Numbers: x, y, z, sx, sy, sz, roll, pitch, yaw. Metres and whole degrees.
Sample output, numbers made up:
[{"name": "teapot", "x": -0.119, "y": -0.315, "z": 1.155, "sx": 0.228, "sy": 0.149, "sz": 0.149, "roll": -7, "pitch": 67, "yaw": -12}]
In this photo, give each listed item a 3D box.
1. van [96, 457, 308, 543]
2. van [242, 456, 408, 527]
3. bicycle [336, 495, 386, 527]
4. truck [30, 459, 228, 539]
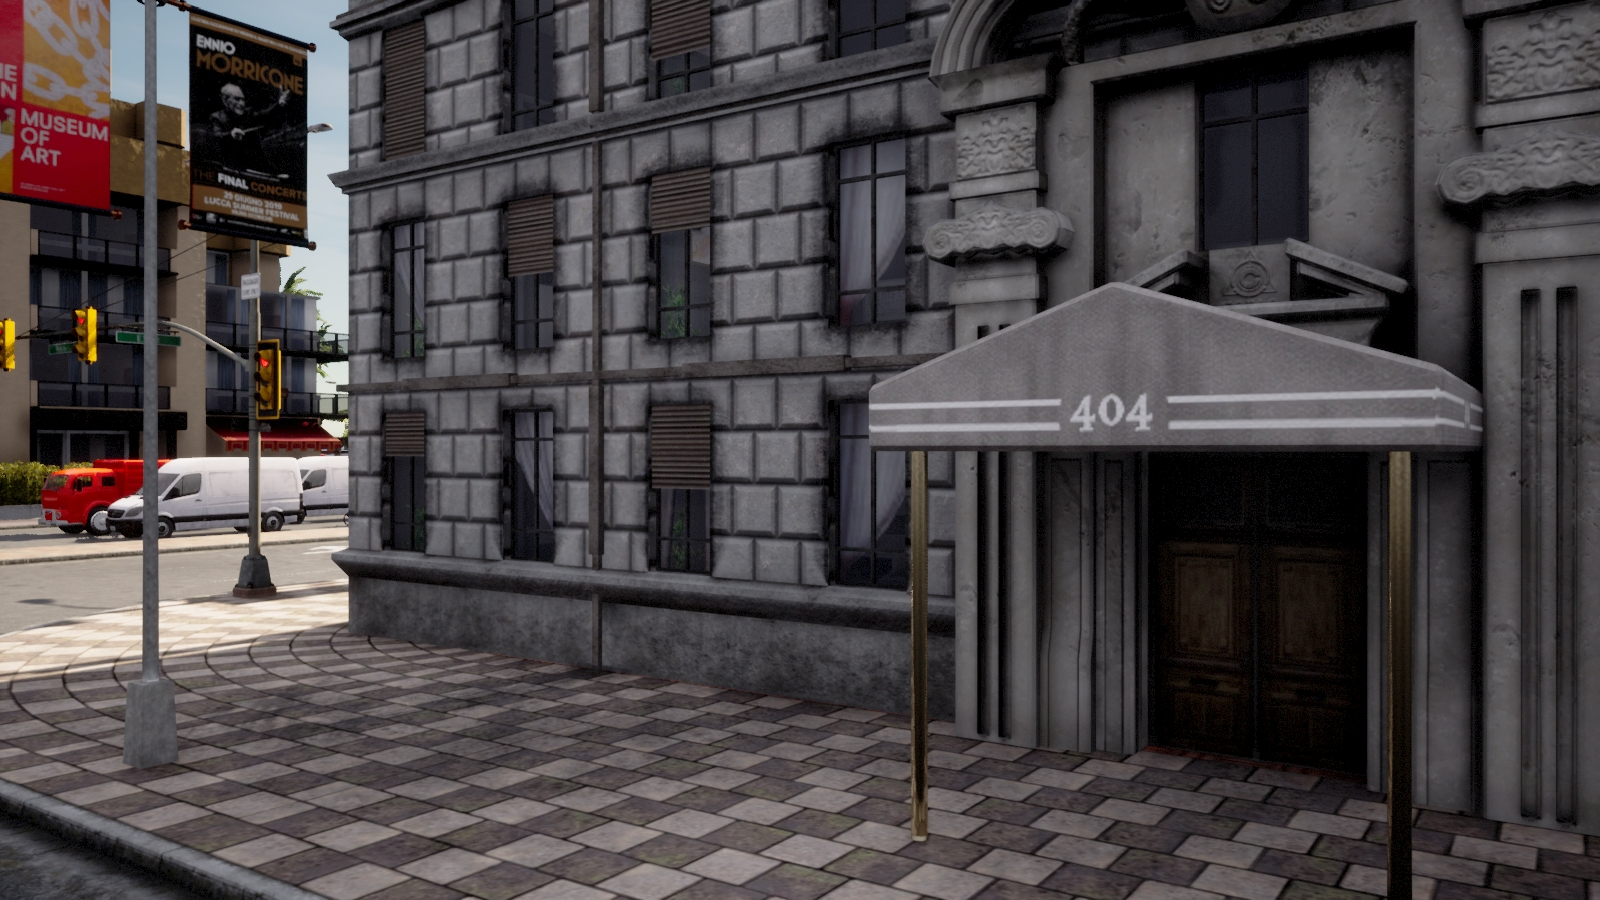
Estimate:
[{"name": "van", "x": -19.485, "y": 1.534, "z": 37.556, "sx": 1.988, "sy": 2.561, "sz": 5.915, "roll": 0, "pitch": 0, "yaw": 34}, {"name": "van", "x": -18.591, "y": 1.534, "z": 45.028, "sx": 1.988, "sy": 2.561, "sz": 5.915, "roll": 0, "pitch": 0, "yaw": 35}, {"name": "bicycle", "x": -16.252, "y": 2.256, "z": 42.334, "sx": 0.859, "sy": 1.080, "sz": 1.487, "roll": 0, "pitch": 0, "yaw": 34}, {"name": "truck", "x": -22.766, "y": 1.568, "z": 38.967, "sx": 2.627, "sy": 2.467, "sz": 5.204, "roll": 0, "pitch": 0, "yaw": 34}]
